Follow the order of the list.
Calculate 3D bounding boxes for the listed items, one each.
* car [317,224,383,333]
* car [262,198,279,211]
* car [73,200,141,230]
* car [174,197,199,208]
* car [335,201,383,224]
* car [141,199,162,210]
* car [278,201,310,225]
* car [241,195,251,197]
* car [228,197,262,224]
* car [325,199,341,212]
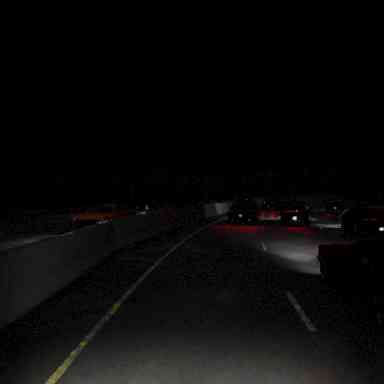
[{"bbox_3d":[4.011,1.586,6.557,1.895,1.301,4.718,0,0,5],"label":"car"},{"bbox_3d":[9.624,1.424,40.225,2.128,1.511,4.902,0,0,22],"label":"car"},{"bbox_3d":[-4.875,1.406,19.069,1.882,1.535,5.008,0,0,12],"label":"car"},{"bbox_3d":[-0.660,1.389,43.388,1.882,1.535,5.008,0,0,22],"label":"car"},{"bbox_3d":[9.358,1.465,17.868,1.837,1.490,4.892,0,0,12],"label":"car"},{"bbox_3d":[-5.541,1.504,40.646,1.895,1.301,4.718,0,0,22],"label":"car"},{"bbox_3d":[7.365,1.447,23.961,1.837,1.490,4.892,0,0,16],"label":"car"},{"bbox_3d":[9.459,1.292,58.891,2.097,1.767,4.553,0,0,23],"label":"car"},{"bbox_3d":[3.865,1.413,24.423,1.882,1.535,5.008,0,0,15],"label":"car"},{"bbox_3d":[15.663,1.470,36.515,1.812,1.442,4.674,0,0,22],"label":"car"}]
